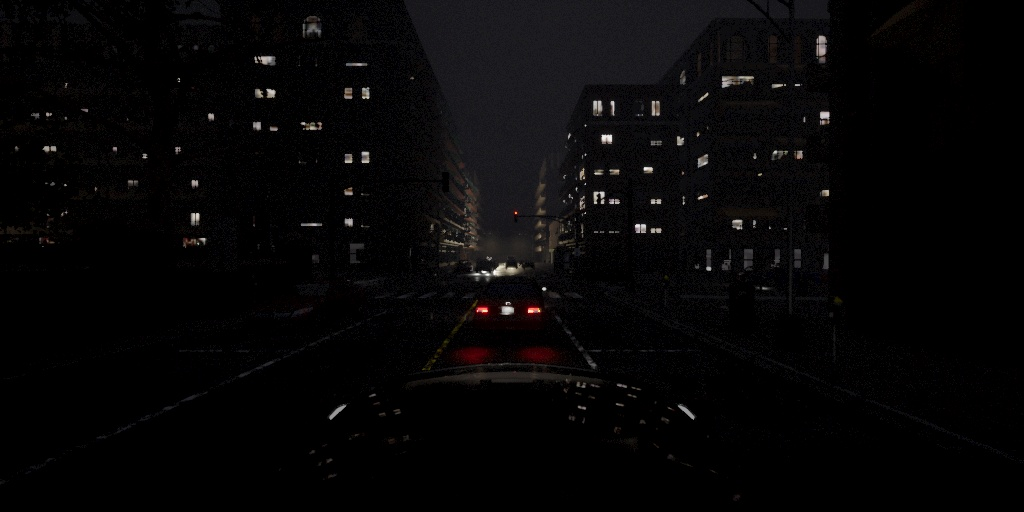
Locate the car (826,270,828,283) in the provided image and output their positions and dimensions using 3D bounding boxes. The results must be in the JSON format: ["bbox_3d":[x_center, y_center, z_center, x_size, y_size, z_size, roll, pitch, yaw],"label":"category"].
[{"bbox_3d":[26.960,1.813,31.595,4.207,1.307,1.802,0,0,-1],"label":"car"}]

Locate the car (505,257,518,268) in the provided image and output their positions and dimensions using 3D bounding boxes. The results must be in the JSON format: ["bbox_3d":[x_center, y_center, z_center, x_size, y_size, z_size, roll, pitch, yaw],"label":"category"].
[{"bbox_3d":[-0.081,1.274,59.339,1.812,1.442,4.674,0,0,0],"label":"car"}]

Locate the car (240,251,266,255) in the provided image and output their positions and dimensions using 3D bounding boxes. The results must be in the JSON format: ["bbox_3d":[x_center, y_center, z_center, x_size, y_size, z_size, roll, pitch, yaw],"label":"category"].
[{"bbox_3d":[-17.611,0.694,25.146,5.566,2.045,2.150,1,0,-1],"label":"car"}]

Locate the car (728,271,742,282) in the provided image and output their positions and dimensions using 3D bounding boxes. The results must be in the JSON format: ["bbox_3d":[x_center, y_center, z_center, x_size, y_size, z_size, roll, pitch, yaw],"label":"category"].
[{"bbox_3d":[21.287,1.571,31.508,4.097,1.591,1.967,0,0,-1],"label":"car"}]

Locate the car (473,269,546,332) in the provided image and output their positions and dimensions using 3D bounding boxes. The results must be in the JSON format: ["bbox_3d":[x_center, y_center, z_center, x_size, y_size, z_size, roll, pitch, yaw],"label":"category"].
[{"bbox_3d":[0.050,1.297,10.789,2.033,1.411,5.357,0,0,3],"label":"car"}]

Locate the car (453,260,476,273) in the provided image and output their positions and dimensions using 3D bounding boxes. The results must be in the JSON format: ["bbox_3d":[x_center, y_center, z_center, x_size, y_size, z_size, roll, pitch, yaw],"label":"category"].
[{"bbox_3d":[-5.819,1.188,42.985,1.967,1.591,4.097,0,0,0],"label":"car"}]

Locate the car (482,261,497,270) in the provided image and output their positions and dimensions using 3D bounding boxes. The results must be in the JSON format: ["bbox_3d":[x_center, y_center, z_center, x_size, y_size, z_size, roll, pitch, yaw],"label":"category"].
[{"bbox_3d":[-3.242,1.349,53.213,1.895,1.301,4.718,0,0,0],"label":"car"}]

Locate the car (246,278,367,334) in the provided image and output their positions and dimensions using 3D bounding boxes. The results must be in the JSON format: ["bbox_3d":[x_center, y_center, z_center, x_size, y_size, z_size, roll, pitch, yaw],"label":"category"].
[{"bbox_3d":[-5.715,1.331,10.574,1.802,1.307,4.207,0,0,0],"label":"car"}]

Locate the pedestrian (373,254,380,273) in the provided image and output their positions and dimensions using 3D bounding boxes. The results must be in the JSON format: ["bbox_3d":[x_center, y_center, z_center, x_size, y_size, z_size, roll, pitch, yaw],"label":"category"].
[{"bbox_3d":[-12.814,0.652,33.955,0.375,1.860,0.375,0,-1,-1],"label":"pedestrian"}]

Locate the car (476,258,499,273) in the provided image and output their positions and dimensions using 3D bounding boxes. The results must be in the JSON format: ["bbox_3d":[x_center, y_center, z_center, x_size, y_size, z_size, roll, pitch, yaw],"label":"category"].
[{"bbox_3d":[-3.200,1.296,43.263,2.033,1.411,5.357,0,0,4],"label":"car"}]

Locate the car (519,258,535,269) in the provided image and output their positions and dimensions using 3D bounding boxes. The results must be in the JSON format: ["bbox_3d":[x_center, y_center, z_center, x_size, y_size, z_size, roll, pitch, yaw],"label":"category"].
[{"bbox_3d":[2.525,1.299,54.284,2.007,1.370,4.403,0,0,0],"label":"car"}]

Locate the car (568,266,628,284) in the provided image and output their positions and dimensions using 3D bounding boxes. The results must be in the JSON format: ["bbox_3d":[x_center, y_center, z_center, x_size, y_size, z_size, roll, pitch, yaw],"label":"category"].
[{"bbox_3d":[6.918,1.460,28.726,4.718,1.301,1.895,2,0,-1],"label":"car"}]

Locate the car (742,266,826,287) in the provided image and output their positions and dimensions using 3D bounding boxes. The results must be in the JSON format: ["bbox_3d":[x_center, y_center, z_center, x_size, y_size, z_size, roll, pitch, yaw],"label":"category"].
[{"bbox_3d":[21.880,1.633,28.952,5.008,1.535,1.882,1,0,-1],"label":"car"}]
